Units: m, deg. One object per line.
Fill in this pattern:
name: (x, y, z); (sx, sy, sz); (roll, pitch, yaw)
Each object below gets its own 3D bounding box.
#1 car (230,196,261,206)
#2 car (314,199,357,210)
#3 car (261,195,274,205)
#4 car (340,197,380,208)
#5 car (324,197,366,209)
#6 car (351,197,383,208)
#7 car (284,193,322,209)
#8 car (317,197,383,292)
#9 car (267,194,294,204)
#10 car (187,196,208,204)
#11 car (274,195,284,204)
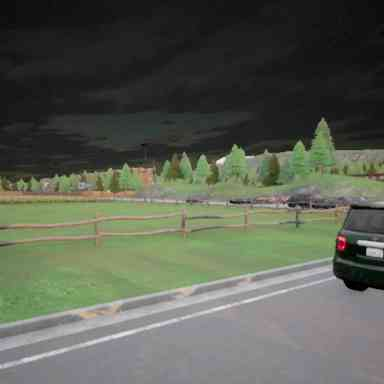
car: (8.680, 1.567, 55.734); (1.895, 1.301, 4.718); (0, 0, -36)
car: (18.324, 1.567, 42.578); (1.895, 1.301, 4.718); (0, 0, -36)
car: (11.405, 1.564, 57.941); (1.895, 1.301, 4.718); (0, 0, -36)
car: (23.688, 1.487, 47.107); (1.812, 1.442, 4.674); (0, 0, -36)
car: (20.741, 1.468, 45.202); (1.837, 1.490, 4.892); (0, 0, -36)
car: (26.288, 1.521, 49.485); (1.994, 1.385, 4.181); (0, 0, -36)
car: (14.783, 1.190, 41.470); (2.150, 2.045, 5.566); (0, 0, -36)
car: (5.551, 1.214, 7.727); (5.566, 2.045, 2.150); (0, 0, -36)
car: (16.643, 1.309, 62.687); (2.097, 1.767, 4.553); (0, 0, -36)
car: (1.012, 1.462, 60.318); (2.128, 1.511, 4.902); (0, 0, -36)
car: (14.034, 1.312, 60.296); (2.097, 1.767, 4.553); (0, 0, -36)
